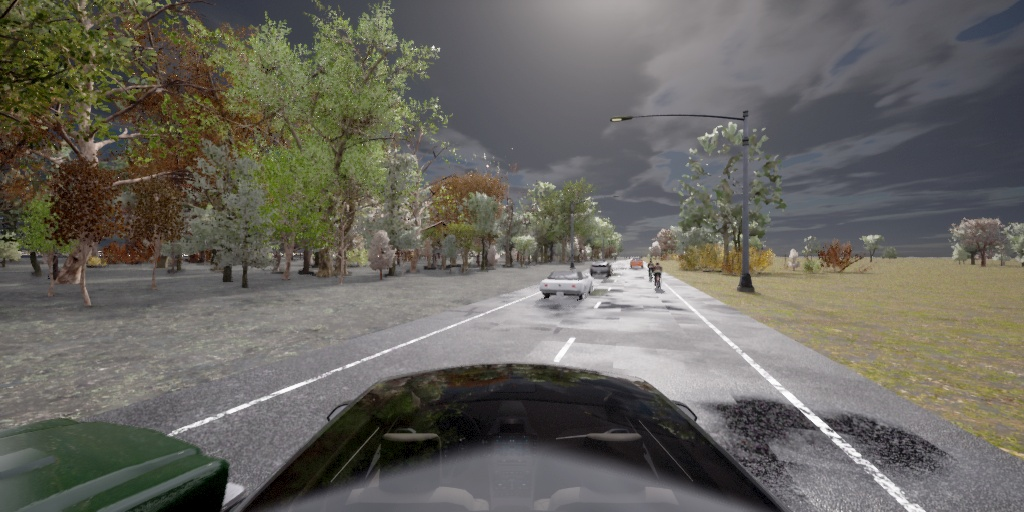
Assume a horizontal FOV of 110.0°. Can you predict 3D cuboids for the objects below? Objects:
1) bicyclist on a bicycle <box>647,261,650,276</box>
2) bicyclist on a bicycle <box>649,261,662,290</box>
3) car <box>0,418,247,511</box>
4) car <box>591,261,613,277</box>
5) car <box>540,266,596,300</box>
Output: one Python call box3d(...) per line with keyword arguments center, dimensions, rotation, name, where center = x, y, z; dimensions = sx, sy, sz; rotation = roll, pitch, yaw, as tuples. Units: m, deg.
box3d(center=(11.446, 1.209, 29.560), dimensions=(0.582, 1.620, 1.656), rotation=(0, 0, 19), name="bicyclist on a bicycle")
box3d(center=(8.563, 1.207, 21.090), dimensions=(0.582, 1.620, 1.656), rotation=(0, 0, 19), name="bicyclist on a bicycle")
box3d(center=(-3.127, 1.350, 0.292), dimensions=(1.895, 1.301, 4.718), rotation=(0, 0, 19), name="car")
box3d(center=(8.772, 1.249, 35.255), dimensions=(2.128, 1.511, 4.902), rotation=(0, 0, 19), name="car")
box3d(center=(2.844, 1.354, 17.842), dimensions=(1.895, 1.301, 4.718), rotation=(0, 0, 19), name="car")
